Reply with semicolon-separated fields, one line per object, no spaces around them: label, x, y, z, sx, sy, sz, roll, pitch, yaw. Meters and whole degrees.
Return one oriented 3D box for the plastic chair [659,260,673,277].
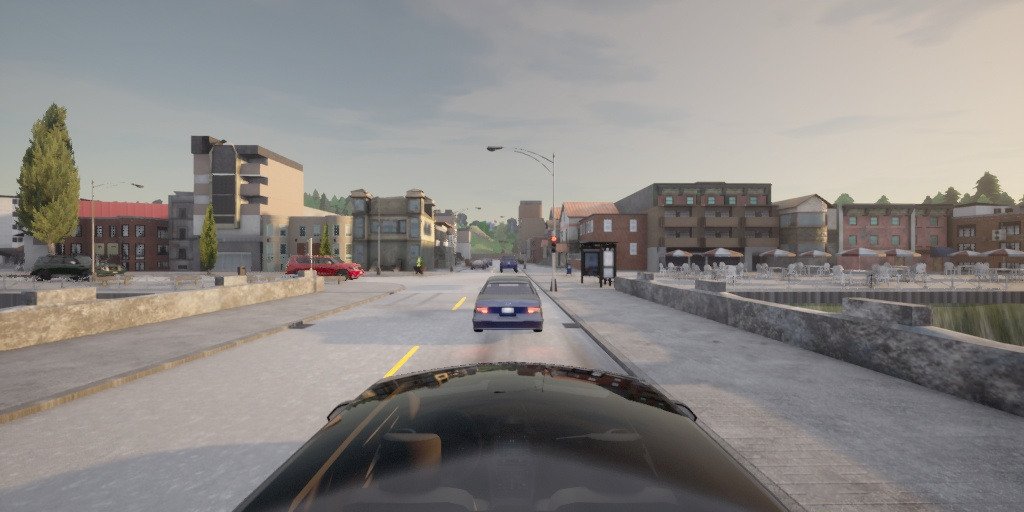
plastic chair;14.209;1.279;33.409;0.730;1.272;0.750;0;0;-1

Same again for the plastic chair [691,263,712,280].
plastic chair;13.522;1.279;25.599;0.730;1.272;0.750;0;0;-1

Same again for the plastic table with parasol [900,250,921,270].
plastic table with parasol;30.097;0.675;28.118;2.482;2.480;2.482;0;0;-1

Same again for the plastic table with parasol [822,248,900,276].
plastic table with parasol;23.443;0.675;24.192;2.482;2.480;2.482;0;0;-1

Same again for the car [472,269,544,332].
car;-0.104;1.297;10.772;2.033;1.411;5.357;0;0;0

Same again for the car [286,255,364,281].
car;-14.846;0.971;28.582;5.566;2.045;2.150;0;0;-2

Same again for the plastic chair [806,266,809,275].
plastic chair;28.285;1.279;35.213;0.730;1.272;0.750;0;0;-1

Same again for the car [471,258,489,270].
car;-4.866;1.276;52.399;1.812;1.442;4.674;0;0;1

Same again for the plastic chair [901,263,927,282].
plastic chair;30.106;1.279;26.838;0.750;1.272;0.730;0;0;-1

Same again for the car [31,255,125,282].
car;-34.095;0.973;28.257;5.566;2.045;2.150;0;0;-1

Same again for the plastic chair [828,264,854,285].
plastic chair;22.243;1.279;24.224;0.730;1.272;0.750;0;0;-1

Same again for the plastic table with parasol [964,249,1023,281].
plastic table with parasol;37.391;0.675;27.254;2.482;2.480;2.482;0;0;-1

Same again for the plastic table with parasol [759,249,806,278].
plastic table with parasol;22.454;0.675;30.378;2.482;2.480;2.482;0;0;-1

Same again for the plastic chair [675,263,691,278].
plastic chair;15.329;1.279;32.025;0.750;1.272;0.730;0;0;-1

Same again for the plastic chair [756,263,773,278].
plastic chair;21.253;1.279;30.411;0.730;1.272;0.750;0;0;-1

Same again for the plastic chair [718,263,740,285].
plastic chair;14.642;1.279;24.215;0.750;1.272;0.730;0;0;-1

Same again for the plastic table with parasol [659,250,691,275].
plastic table with parasol;15.431;0.675;33.307;2.482;2.480;2.482;0;0;-1

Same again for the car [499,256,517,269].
car;-0.501;0.971;46.889;2.150;2.045;5.566;0;0;-2

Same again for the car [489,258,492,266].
car;-4.979;1.227;61.637;1.882;1.535;5.008;0;0;-1

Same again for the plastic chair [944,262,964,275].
plastic chair;44.967;1.279;36.554;0.730;1.272;0.750;0;0;-1

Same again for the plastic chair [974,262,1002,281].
plastic chair;36.262;1.279;27.325;0.730;1.272;0.750;0;0;-1

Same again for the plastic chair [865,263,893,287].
plastic chair;23.363;1.279;22.841;0.750;1.272;0.730;0;0;-1

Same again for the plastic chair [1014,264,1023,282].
plastic chair;37.420;1.279;25.944;0.750;1.272;0.730;0;0;-1

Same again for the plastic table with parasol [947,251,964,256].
plastic table with parasol;46.169;0.675;36.452;2.482;2.480;2.482;0;0;-1

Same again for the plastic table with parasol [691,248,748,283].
plastic table with parasol;14.794;0.675;25.477;2.482;2.480;2.482;0;0;-1

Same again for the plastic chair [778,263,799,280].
plastic chair;22.373;1.279;29.027;0.750;1.272;0.730;0;0;-1

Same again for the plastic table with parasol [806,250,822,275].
plastic table with parasol;29.714;0.675;35.204;2.482;2.480;2.482;0;0;-1

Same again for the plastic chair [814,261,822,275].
plastic chair;29.405;1.279;33.829;0.750;1.272;0.730;0;0;-1
